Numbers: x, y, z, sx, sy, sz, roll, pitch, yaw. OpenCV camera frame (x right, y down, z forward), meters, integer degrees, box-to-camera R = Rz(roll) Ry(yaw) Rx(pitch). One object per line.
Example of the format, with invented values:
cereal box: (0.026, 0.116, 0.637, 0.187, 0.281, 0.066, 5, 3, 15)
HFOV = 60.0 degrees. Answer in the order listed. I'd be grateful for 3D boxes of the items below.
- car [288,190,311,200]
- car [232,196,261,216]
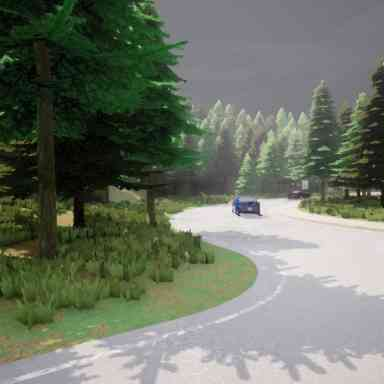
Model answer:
car: (16.773, 0.462, 51.558, 5.008, 1.535, 1.882, -2, 1, -44)
car: (4.416, 1.081, 27.268, 1.882, 1.535, 5.008, -2, 1, 2)
